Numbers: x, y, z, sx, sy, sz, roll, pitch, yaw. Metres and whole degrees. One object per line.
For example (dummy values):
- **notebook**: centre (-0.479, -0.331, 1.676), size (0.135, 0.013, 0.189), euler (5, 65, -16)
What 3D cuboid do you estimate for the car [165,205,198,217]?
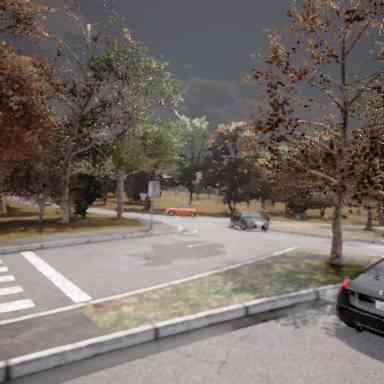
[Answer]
- **car**: centre (-1.486, 2.602, 47.231), size (4.553, 1.767, 2.097), euler (3, -2, -2)

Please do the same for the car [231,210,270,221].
- **car**: centre (8.712, 3.477, 49.427), size (5.357, 1.411, 2.033), euler (4, -3, -24)

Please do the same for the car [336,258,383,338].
- **car**: centre (4.463, 1.666, 5.801), size (4.181, 1.385, 1.994), euler (2, -1, -33)

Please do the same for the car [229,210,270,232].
- **car**: centre (4.316, 2.195, 25.724), size (2.128, 1.511, 4.902), euler (4, -2, -10)

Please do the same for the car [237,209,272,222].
- **car**: centre (8.353, 3.166, 44.050), size (5.008, 1.535, 1.882), euler (5, -4, -43)
